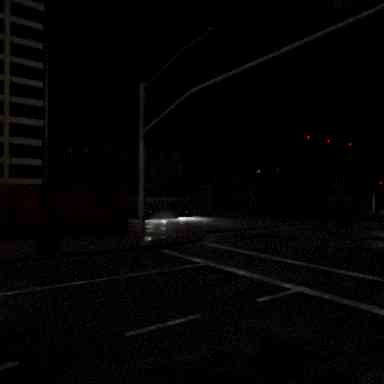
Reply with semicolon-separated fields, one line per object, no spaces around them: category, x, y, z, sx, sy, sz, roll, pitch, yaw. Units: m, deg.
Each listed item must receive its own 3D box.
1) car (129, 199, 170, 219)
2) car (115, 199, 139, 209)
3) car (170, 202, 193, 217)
car;-4.246;1.639;30.400;1.812;1.442;4.674;1;0;-36
car;-9.969;1.733;50.430;1.994;1.385;4.181;1;0;-36
car;-1.684;1.705;32.802;1.994;1.385;4.181;1;0;-36
